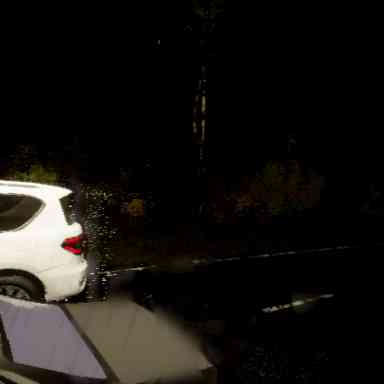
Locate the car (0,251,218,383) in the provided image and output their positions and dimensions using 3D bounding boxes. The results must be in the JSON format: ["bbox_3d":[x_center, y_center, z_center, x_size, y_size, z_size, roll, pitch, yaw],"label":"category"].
[{"bbox_3d":[-2.254,1.354,1.563,5.357,1.411,2.033,3,3,-35],"label":"car"}]

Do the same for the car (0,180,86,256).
[{"bbox_3d":[-4.181,0.789,4.141,5.566,2.045,2.150,3,3,-35],"label":"car"}]
